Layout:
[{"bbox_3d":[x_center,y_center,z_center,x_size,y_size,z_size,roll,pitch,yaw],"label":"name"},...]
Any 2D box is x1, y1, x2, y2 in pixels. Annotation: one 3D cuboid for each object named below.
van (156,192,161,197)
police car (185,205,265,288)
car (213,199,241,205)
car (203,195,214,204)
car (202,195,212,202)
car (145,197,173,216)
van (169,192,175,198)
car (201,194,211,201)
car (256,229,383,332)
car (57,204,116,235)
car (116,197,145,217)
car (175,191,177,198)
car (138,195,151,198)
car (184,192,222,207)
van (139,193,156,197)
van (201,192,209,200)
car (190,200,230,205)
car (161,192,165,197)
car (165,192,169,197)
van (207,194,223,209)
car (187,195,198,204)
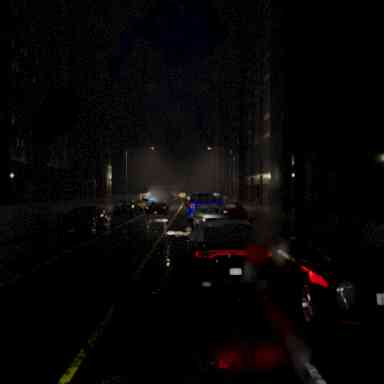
[{"bbox_3d":[-5.732,1.081,46.233,1.690,1.788,3.998,0,0,0],"label":"van"},{"bbox_3d":[0.848,1.373,9.234,1.930,1.638,5.238,0,0,-1],"label":"police car"},{"bbox_3d":[2.776,1.411,23.670,1.887,1.381,4.507,0,0,0],"label":"car"},{"bbox_3d":[2.804,1.257,57.513,1.802,1.307,4.206,0,0,0],"label":"car"},{"bbox_3d":[2.809,1.225,63.154,1.802,1.307,4.206,0,0,0],"label":"car"},{"bbox_3d":[-3.075,1.430,30.317,1.895,1.301,4.718,0,0,0],"label":"car"},{"bbox_3d":[-5.704,0.888,80.079,1.690,1.788,3.998,0,0,0],"label":"van"},{"bbox_3d":[2.813,1.177,68.794,1.947,1.339,4.313,0,0,0],"label":"car"},{"bbox_3d":[2.762,1.527,6.748,1.947,1.339,4.313,0,0,0],"label":"car"},{"bbox_3d":[-5.754,1.465,18.031,1.947,1.339,4.313,0,0,0],"label":"car"},{"bbox_3d":[-5.745,1.386,29.312,2.008,1.369,4.403,0,0,0],"label":"car"},{"bbox_3d":[-5.698,1.059,85.720,1.887,1.381,4.507,0,0,0],"label":"car"},{"bbox_3d":[-5.740,1.330,34.783,1.752,1.417,4.829,0,0,0],"label":"car"},{"bbox_3d":[0.718,1.080,25.140,2.150,2.045,5.566,0,0,-1],"label":"car"},{"bbox_3d":[-5.736,1.113,40.592,1.690,1.788,3.998,0,0,0],"label":"van"},{"bbox_3d":[2.817,0.920,74.434,1.690,1.788,3.998,0,0,0],"label":"van"},{"bbox_3d":[0.913,1.418,19.134,1.812,1.442,4.674,0,0,0],"label":"car"},{"bbox_3d":[-5.727,1.148,51.874,1.967,1.590,4.097,0,0,0],"label":"car"},{"bbox_3d":[-5.722,0.991,57.515,2.192,1.841,5.009,0,0,0],"label":"car"},{"bbox_3d":[2.789,1.112,40.590,1.690,1.788,3.998,0,0,0],"label":"van"},{"bbox_3d":[0.044,1.276,57.641,1.895,1.301,4.718,0,0,0],"label":"car"}]
